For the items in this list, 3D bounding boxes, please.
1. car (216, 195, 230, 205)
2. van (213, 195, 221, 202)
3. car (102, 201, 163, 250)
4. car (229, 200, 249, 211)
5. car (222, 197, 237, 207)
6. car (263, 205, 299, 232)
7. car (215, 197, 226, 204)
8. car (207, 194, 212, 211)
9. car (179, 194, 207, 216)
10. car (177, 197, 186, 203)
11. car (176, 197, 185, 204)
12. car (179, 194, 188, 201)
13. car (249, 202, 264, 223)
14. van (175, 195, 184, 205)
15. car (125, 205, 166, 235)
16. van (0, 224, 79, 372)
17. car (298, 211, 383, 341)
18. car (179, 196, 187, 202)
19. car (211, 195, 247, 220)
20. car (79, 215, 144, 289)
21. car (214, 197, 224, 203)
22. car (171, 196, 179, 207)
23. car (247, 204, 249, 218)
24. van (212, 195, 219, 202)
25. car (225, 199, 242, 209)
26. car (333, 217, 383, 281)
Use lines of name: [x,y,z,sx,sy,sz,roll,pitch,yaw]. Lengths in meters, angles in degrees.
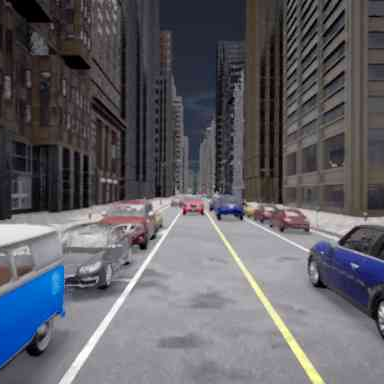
car: [6.062,1.523,65.226,2.192,1.841,5.009,0,0,0]
van: [6.142,1.601,82.082,1.690,1.788,3.998,0,0,0]
car: [-2.703,1.336,14.686,2.192,1.841,5.009,0,0,0]
car: [5.954,1.708,42.750,1.947,1.339,4.313,0,0,0]
car: [6.008,1.615,53.988,1.967,1.590,4.097,0,0,0]
car: [5.847,1.663,20.276,1.802,1.307,4.206,0,0,0]
car: [6.088,1.791,70.844,1.947,1.339,4.313,0,0,0]
car: [3.206,1.476,42.010,2.097,1.767,4.553,0,0,1]
car: [0.152,1.306,33.986,2.150,2.045,5.566,0,0,0]
car: [-2.411,1.762,76.487,1.947,1.339,4.313,0,0,0]
car: [-2.437,1.723,70.868,1.887,1.381,4.507,0,0,0]
car: [-2.329,1.564,93.342,2.192,1.841,5.009,0,0,0]
car: [5.874,1.676,25.894,1.802,1.307,4.206,0,0,0]
van: [-2.463,1.503,65.250,1.690,1.788,3.998,0,0,0]
car: [-2.678,1.559,20.134,1.752,1.417,4.829,0,0,0]
van: [-2.757,1.335,3.449,1.690,1.788,3.998,0,0,0]
car: [3.920,1.389,6.528,2.097,1.767,4.553,0,0,0]
car: [-2.357,1.813,87.723,1.802,1.307,4.206,0,0,0]
car: [3.173,1.312,29.334,2.150,2.045,5.566,0,0,1]
car: [-2.731,1.558,9.067,2.008,1.369,4.403,0,0,0]
car: [6.114,1.793,76.463,2.008,1.369,4.403,0,0,0]
car: [-2.518,1.710,54.013,1.802,1.307,4.206,0,0,0]
car: [5.902,1.635,31.683,1.752,1.417,4.829,0,0,0]
van: [6.169,1.619,87.700,1.690,1.788,3.998,0,0,0]
car: [5.981,1.703,48.369,1.887,1.381,4.507,0,0,0]
car: [5.795,1.579,9.208,1.752,1.417,4.829,0,0,0]
